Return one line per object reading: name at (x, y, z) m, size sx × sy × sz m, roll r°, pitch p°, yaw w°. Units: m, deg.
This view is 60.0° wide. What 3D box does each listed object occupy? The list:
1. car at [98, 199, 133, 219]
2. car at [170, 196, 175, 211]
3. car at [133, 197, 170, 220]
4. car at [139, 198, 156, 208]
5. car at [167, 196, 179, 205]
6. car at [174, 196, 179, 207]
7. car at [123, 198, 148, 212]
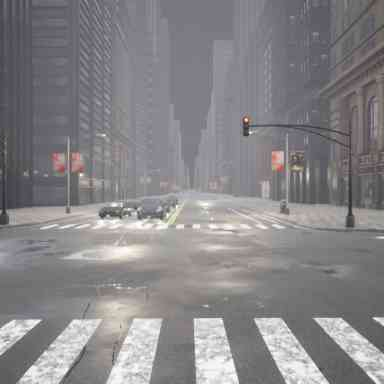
car at (-6.551, 1.531, 29.324) m, size 2.033 × 1.411 × 5.357 m, roll 0°, pitch 0°, yaw 4°
car at (-3.320, 1.524, 37.540) m, size 2.033 × 1.411 × 5.357 m, roll 0°, pitch 0°, yaw 0°
car at (-3.326, 1.337, 28.066) m, size 2.097 × 1.767 × 4.553 m, roll 0°, pitch 0°, yaw 0°
car at (-6.565, 1.565, 49.509) m, size 1.895 × 1.301 × 4.718 m, roll 0°, pitch 0°, yaw 0°
car at (-3.273, 1.455, 57.813) m, size 1.837 × 1.490 × 4.892 m, roll 0°, pitch 0°, yaw 0°
car at (-3.319, 1.530, 47.439) m, size 1.994 × 1.385 × 4.181 m, roll 0°, pitch 0°, yaw 0°
car at (-6.567, 1.522, 39.423) m, size 2.033 × 1.411 × 5.357 m, roll 0°, pitch 0°, yaw 0°
